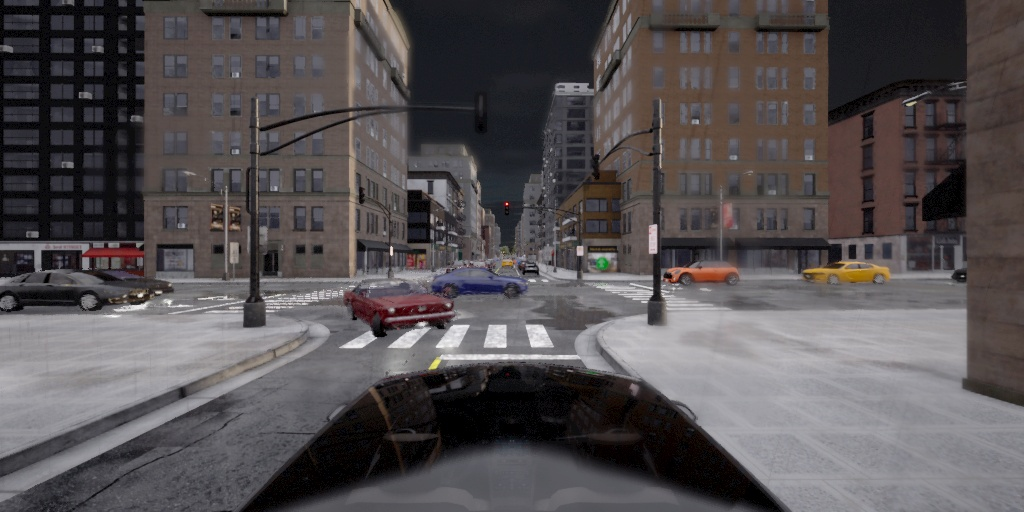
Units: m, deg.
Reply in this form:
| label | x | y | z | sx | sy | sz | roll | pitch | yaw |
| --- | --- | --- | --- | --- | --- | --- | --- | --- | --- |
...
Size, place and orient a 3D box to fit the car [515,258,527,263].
| label | x | y | z | sx | sy | sz | roll | pitch | yaw |
| --- | --- | --- | --- | --- | --- | --- | --- | --- | --- |
| car | 1.887 | 1.386 | 56.188 | 1.948 | 1.339 | 4.313 | 0 | 0 | 0 |

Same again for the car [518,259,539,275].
| label | x | y | z | sx | sy | sz | roll | pitch | yaw |
| --- | --- | --- | --- | --- | --- | --- | --- | --- | --- |
| car | 2.010 | 1.355 | 39.655 | 1.948 | 1.339 | 4.313 | 0 | 0 | 0 |

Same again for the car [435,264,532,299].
| label | x | y | z | sx | sy | sz | roll | pitch | yaw |
| --- | --- | --- | --- | --- | --- | --- | --- | --- | --- |
| car | -1.557 | 1.275 | 17.383 | 4.674 | 1.442 | 1.812 | 0 | 0 | -1 |

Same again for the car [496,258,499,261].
| label | x | y | z | sx | sy | sz | roll | pitch | yaw |
| --- | --- | --- | --- | --- | --- | --- | --- | --- | --- |
| car | -3.598 | 1.424 | 57.524 | 1.895 | 1.301 | 4.718 | 0 | 0 | 0 |

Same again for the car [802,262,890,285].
| label | x | y | z | sx | sy | sz | roll | pitch | yaw |
| --- | --- | --- | --- | --- | --- | --- | --- | --- | --- |
| car | 22.626 | 1.138 | 24.390 | 5.008 | 1.535 | 1.882 | 0 | 0 | -1 |

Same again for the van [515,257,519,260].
| label | x | y | z | sx | sy | sz | roll | pitch | yaw |
| --- | --- | --- | --- | --- | --- | --- | --- | --- | --- |
| van | 1.846 | 1.173 | 61.698 | 1.690 | 1.789 | 3.998 | 0 | 0 | 0 |

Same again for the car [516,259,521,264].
| label | x | y | z | sx | sy | sz | roll | pitch | yaw |
| --- | --- | --- | --- | --- | --- | --- | --- | --- | --- |
| car | 1.928 | 1.391 | 50.677 | 1.802 | 1.307 | 4.207 | 0 | 0 | 0 |

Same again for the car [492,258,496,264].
| label | x | y | z | sx | sy | sz | roll | pitch | yaw |
| --- | --- | --- | --- | --- | --- | --- | --- | --- | --- |
| car | -3.533 | 1.308 | 47.384 | 1.837 | 1.490 | 4.892 | 0 | 0 | 0 |

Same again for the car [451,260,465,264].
| label | x | y | z | sx | sy | sz | roll | pitch | yaw |
| --- | --- | --- | --- | --- | --- | --- | --- | --- | --- |
| car | -6.015 | 1.229 | 39.596 | 1.967 | 1.591 | 4.097 | 0 | 0 | 0 |

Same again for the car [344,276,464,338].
| label | x | y | z | sx | sy | sz | roll | pitch | yaw |
| --- | --- | --- | --- | --- | --- | --- | --- | --- | --- |
| car | -3.446 | 1.347 | 10.463 | 1.895 | 1.301 | 4.718 | 0 | 0 | -36 |

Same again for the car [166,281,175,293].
| label | x | y | z | sx | sy | sz | roll | pitch | yaw |
| --- | --- | --- | --- | --- | --- | --- | --- | --- | --- |
| car | -19.568 | 1.365 | 17.161 | 5.357 | 1.411 | 2.033 | 0 | 0 | -1 |

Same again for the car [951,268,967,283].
| label | x | y | z | sx | sy | sz | roll | pitch | yaw |
| --- | --- | --- | --- | --- | --- | --- | --- | --- | --- |
| car | 33.202 | 1.120 | 24.515 | 4.892 | 1.490 | 1.837 | 0 | 0 | -1 |

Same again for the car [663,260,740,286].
| label | x | y | z | sx | sy | sz | roll | pitch | yaw |
| --- | --- | --- | --- | --- | --- | --- | --- | --- | --- |
| car | 12.692 | 1.054 | 24.263 | 4.553 | 1.767 | 2.097 | 0 | 0 | -1 |

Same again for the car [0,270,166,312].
| label | x | y | z | sx | sy | sz | roll | pitch | yaw |
| --- | --- | --- | --- | --- | --- | --- | --- | --- | --- |
| car | -16.910 | 1.308 | 13.945 | 4.892 | 1.490 | 1.837 | -1 | 0 | -1 |

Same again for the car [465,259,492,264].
| label | x | y | z | sx | sy | sz | roll | pitch | yaw |
| --- | --- | --- | --- | --- | --- | --- | --- | --- | --- |
| car | -3.464 | 1.265 | 37.790 | 1.882 | 1.535 | 5.008 | 0 | 0 | 0 |
